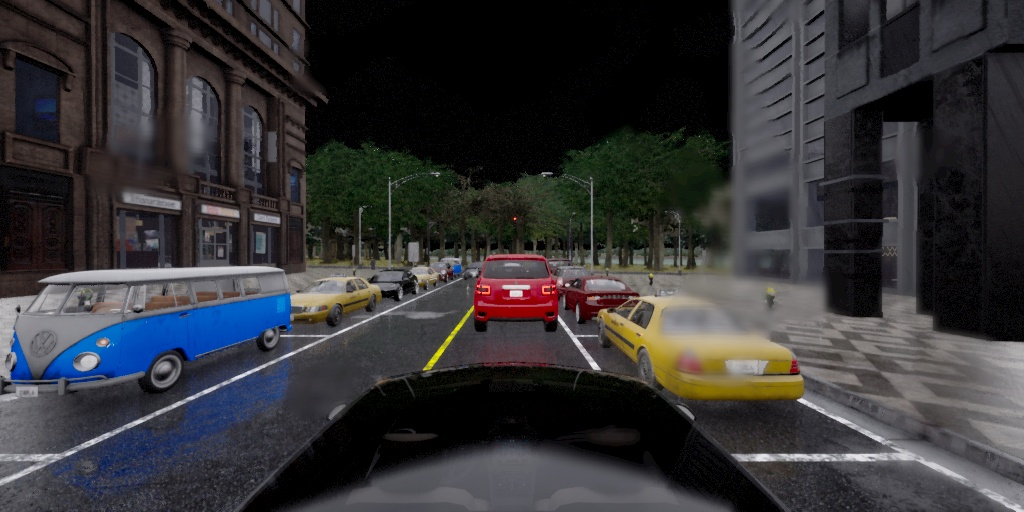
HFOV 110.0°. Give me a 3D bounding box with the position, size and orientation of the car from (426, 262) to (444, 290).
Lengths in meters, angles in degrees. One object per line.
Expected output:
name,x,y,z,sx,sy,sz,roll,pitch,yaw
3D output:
car,-5.759,1.277,22.502,1.751,1.417,4.829,0,0,0

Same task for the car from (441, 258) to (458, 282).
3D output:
car,-5.758,1.193,28.109,1.967,1.591,4.097,0,0,0

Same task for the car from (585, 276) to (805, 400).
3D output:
car,2.763,1.275,6.527,1.751,1.417,4.829,0,0,0

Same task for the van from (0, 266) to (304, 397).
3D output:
van,-5.762,1.091,6.360,1.690,1.789,3.998,0,0,0

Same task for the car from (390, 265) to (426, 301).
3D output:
car,-5.760,1.317,17.234,1.948,1.339,4.313,0,0,0

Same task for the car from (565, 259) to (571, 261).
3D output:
car,2.766,1.066,22.670,2.192,1.841,5.009,0,0,0

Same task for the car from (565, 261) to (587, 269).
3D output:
car,2.765,1.190,17.232,1.967,1.591,4.097,0,0,0

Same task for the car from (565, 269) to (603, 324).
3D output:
car,2.764,1.295,11.795,1.888,1.381,4.507,0,0,0

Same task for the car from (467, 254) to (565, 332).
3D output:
car,0.105,0.972,11.053,2.150,2.045,5.566,0,0,0

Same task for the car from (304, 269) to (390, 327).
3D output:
car,-5.761,1.276,11.627,1.751,1.417,4.829,0,0,0

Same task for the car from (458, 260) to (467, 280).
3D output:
car,-2.994,1.269,30.931,2.128,1.511,4.902,0,0,0

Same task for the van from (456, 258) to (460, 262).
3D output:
van,-5.756,1.095,33.547,1.690,1.789,3.998,0,0,0
